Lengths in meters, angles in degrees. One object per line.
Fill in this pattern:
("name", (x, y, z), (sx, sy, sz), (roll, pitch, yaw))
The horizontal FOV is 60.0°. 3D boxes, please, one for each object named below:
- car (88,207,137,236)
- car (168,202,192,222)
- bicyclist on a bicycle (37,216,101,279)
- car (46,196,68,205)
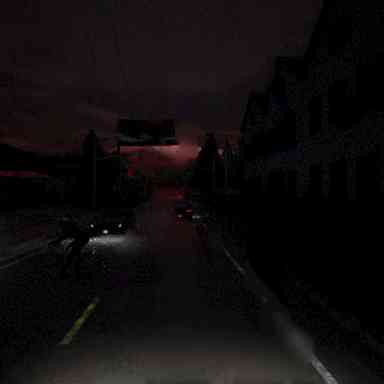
("car", (-4.297, 1.547, 18.831), (2.033, 1.411, 5.357), (0, 0, -2))
("car", (-0.938, 1.526, 26.155), (1.812, 1.442, 4.674), (0, 0, -2))
("bicyclist on a bicycle", (-3.169, 1.452, 8.584), (1.656, 1.620, 0.582), (0, 0, -2))
("car", (-24.747, 1.671, 62.244), (4.611, 1.667, 2.242), (0, 0, -3))
